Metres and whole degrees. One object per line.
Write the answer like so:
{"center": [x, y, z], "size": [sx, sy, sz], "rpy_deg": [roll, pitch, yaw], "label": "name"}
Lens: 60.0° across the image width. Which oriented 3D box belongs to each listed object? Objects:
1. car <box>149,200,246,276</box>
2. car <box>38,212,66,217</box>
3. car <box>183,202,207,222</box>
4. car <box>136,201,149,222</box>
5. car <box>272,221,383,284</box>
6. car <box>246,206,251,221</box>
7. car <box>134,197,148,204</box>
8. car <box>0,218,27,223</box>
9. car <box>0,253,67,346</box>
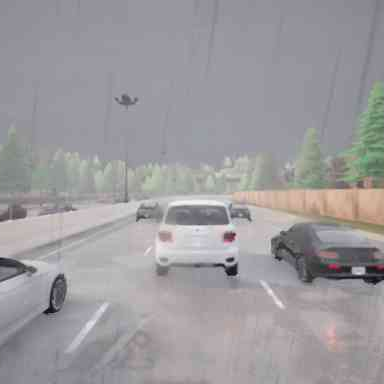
{"center": [0.143, 1.251, 10.626], "size": [2.150, 2.045, 5.566], "rpy_deg": [0, 0, 0], "label": "car"}
{"center": [-10.472, 1.620, 26.222], "size": [1.994, 1.385, 4.181], "rpy_deg": [0, 0, 0], "label": "car"}
{"center": [0.218, 1.601, 27.709], "size": [1.812, 1.442, 4.674], "rpy_deg": [0, 0, 0], "label": "car"}
{"center": [-3.275, 1.559, 26.680], "size": [2.128, 1.511, 4.902], "rpy_deg": [0, 0, 0], "label": "car"}
{"center": [3.634, 1.557, 9.550], "size": [1.812, 1.442, 4.674], "rpy_deg": [0, 0, 0], "label": "car"}
{"center": [3.718, 1.606, 27.670], "size": [1.812, 1.442, 4.674], "rpy_deg": [0, 0, 0], "label": "car"}
{"center": [-10.161, 1.708, 67.068], "size": [2.033, 1.411, 5.357], "rpy_deg": [0, 0, 0], "label": "car"}
{"center": [-13.981, 1.573, 24.806], "size": [1.812, 1.442, 4.674], "rpy_deg": [0, 0, 0], "label": "car"}
{"center": [-3.388, 1.534, 4.669], "size": [1.812, 1.442, 4.674], "rpy_deg": [0, 0, 0], "label": "car"}
